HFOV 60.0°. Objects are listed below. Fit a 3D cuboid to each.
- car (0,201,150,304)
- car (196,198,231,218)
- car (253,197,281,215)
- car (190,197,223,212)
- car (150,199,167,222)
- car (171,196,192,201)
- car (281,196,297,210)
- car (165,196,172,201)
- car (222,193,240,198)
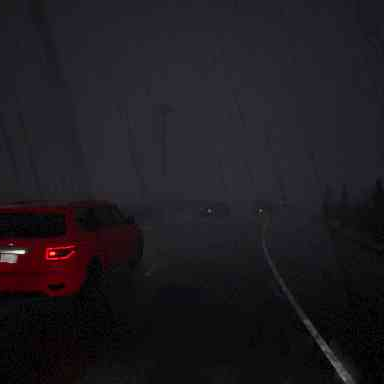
[{"bbox_3d":[-2.849,1.224,8.388,2.150,2.045,5.566,0,0,6],"label":"car"},{"bbox_3d":[2.183,1.563,30.003,1.994,1.385,4.181,0,0,20],"label":"car"},{"bbox_3d":[7.411,1.504,33.611,1.837,1.490,4.892,0,0,23],"label":"car"},{"bbox_3d":[1.789,1.600,38.272,1.895,1.301,4.718,0,0,25],"label":"car"},{"bbox_3d":[-3.613,1.477,23.201,1.882,1.535,5.008,0,0,14],"label":"car"},{"bbox_3d":[-0.625,1.524,49.258,1.812,1.442,4.674,0,0,31],"label":"car"},{"bbox_3d":[12.081,1.350,42.869,2.097,1.767,4.553,0,0,29],"label":"car"},{"bbox_3d":[-3.671,1.504,57.659,1.837,1.490,4.892,0,0,33],"label":"car"},{"bbox_3d":[7.608,1.284,67.048,2.150,2.045,5.566,0,0,40],"label":"car"}]
